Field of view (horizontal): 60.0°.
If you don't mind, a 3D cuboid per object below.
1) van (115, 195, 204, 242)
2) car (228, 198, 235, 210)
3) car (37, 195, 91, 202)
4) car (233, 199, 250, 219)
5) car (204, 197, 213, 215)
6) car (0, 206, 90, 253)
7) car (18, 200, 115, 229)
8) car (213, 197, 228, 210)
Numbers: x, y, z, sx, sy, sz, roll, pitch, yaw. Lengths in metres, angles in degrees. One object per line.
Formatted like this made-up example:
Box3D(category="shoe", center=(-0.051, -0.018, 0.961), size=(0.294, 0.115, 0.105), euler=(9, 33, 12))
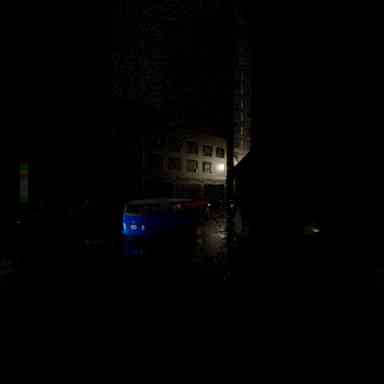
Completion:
Box3D(category="van", center=(-1.366, 1.208, 15.453), size=(1.690, 1.788, 3.998), euler=(1, 1, 36))
Box3D(category="car", center=(5.396, 1.074, 35.010), size=(2.128, 1.511, 4.902), euler=(0, 1, 36))
Box3D(category="car", center=(-8.304, 1.123, 20.406), size=(2.192, 1.841, 5.009), euler=(1, 1, 36))
Box3D(category="car", center=(5.151, 1.280, 24.585), size=(2.008, 1.369, 4.403), euler=(1, 1, 36))
Box3D(category="car", center=(-0.607, 1.062, 26.618), size=(2.097, 1.767, 4.553), euler=(0, 1, 36))
Box3D(category="car", center=(-6.667, 1.478, 11.918), size=(2.033, 1.411, 5.357), euler=(1, 1, 37))
Box3D(category="car", center=(-6.592, 1.383, 18.237), size=(2.033, 1.411, 5.357), euler=(0, 1, 36))
Box3D(category="car", center=(1.474, 1.167, 34.105), size=(1.947, 1.339, 4.313), euler=(1, 2, 36))
